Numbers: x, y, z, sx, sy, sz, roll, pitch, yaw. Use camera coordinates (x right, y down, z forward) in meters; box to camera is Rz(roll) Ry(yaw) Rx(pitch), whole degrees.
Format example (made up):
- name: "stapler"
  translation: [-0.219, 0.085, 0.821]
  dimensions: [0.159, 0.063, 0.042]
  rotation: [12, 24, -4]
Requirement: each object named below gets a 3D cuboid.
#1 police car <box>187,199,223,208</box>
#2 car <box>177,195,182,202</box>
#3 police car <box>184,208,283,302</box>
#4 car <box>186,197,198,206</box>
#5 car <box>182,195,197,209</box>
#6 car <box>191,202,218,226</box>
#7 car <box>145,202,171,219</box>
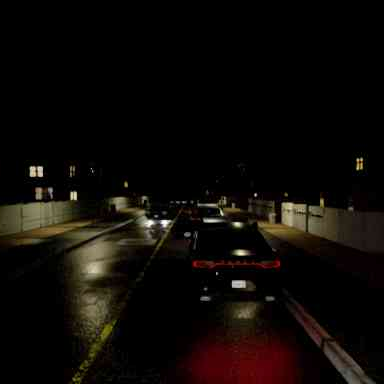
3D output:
- name: "police car"
  translation: [0.823, 1.430, 18.448]
  dimensions: [1.930, 1.638, 5.238]
  rotation: [0, 0, 0]
- name: "car"
  translation: [-2.757, 1.565, 84.316]
  dimensions: [2.097, 1.767, 4.553]
  rotation: [0, 0, 0]
- name: "police car"
  translation: [0.824, 1.424, 8.445]
  dimensions: [1.930, 1.638, 5.238]
  rotation: [0, 0, 0]
- name: "car"
  translation: [-0.005, 1.662, 59.758]
  dimensions: [1.994, 1.385, 4.181]
  rotation: [0, 0, 0]
- name: "car"
  translation: [0.024, 1.405, 45.790]
  dimensions: [2.097, 1.767, 4.553]
  rotation: [0, 0, 0]
- name: "car"
  translation: [0.822, 1.516, 24.338]
  dimensions: [1.837, 1.490, 4.892]
  rotation: [0, 0, 0]
- name: "car"
  translation: [-2.852, 1.566, 29.189]
  dimensions: [2.033, 1.411, 5.357]
  rotation: [0, 0, 0]
